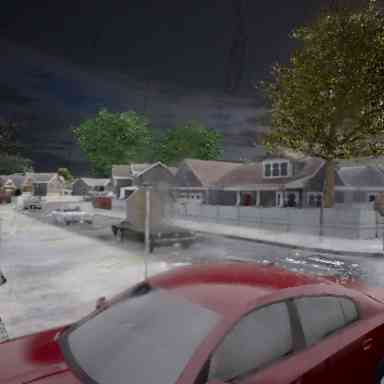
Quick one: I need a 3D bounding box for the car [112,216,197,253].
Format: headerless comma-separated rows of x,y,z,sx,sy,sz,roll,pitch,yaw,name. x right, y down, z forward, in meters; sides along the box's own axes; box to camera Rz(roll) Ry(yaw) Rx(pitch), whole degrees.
-1.764,1.669,14.312,1.895,1.301,4.718,1,-1,-34,car

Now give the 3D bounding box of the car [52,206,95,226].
-8.645,1.664,24.067,1.895,1.301,4.718,1,-1,-35,car

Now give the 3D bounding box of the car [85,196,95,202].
-26.029,1.736,86.823,2.097,1.767,4.553,1,0,7,car

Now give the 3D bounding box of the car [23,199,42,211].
-20.205,1.635,42.133,1.994,1.385,4.181,1,-1,-27,car

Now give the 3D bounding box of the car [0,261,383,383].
0.162,1.500,3.064,5.008,1.535,1.882,1,0,-36,car
